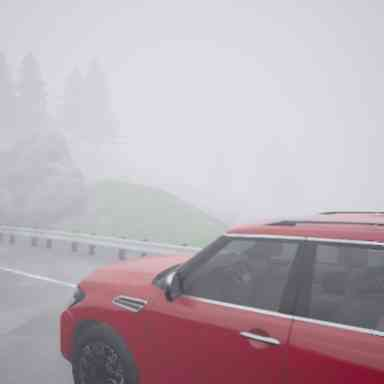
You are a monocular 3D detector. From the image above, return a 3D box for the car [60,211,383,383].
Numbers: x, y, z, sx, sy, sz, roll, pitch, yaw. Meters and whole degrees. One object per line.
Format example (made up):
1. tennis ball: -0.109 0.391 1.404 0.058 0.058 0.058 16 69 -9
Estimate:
1. car: 1.149 1.211 3.084 5.566 2.045 2.150 0 0 35
